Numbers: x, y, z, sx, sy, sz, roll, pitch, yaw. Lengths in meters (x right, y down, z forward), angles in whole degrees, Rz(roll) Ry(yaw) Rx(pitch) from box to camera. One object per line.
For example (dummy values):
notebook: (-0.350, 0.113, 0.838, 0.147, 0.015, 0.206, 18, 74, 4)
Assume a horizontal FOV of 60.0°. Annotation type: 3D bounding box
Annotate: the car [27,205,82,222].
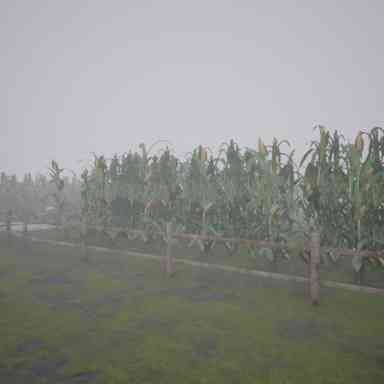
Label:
car: (-10.795, 1.688, 26.525, 1.994, 1.385, 4.181, -1, -1, 37)
